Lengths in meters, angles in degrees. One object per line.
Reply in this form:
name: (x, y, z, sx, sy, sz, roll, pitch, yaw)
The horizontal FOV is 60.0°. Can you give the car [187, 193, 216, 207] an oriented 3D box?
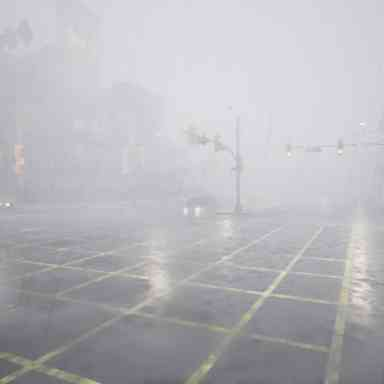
car: (1.163, 0.855, 39.616, 1.882, 1.535, 5.008, 0, 1, 28)
